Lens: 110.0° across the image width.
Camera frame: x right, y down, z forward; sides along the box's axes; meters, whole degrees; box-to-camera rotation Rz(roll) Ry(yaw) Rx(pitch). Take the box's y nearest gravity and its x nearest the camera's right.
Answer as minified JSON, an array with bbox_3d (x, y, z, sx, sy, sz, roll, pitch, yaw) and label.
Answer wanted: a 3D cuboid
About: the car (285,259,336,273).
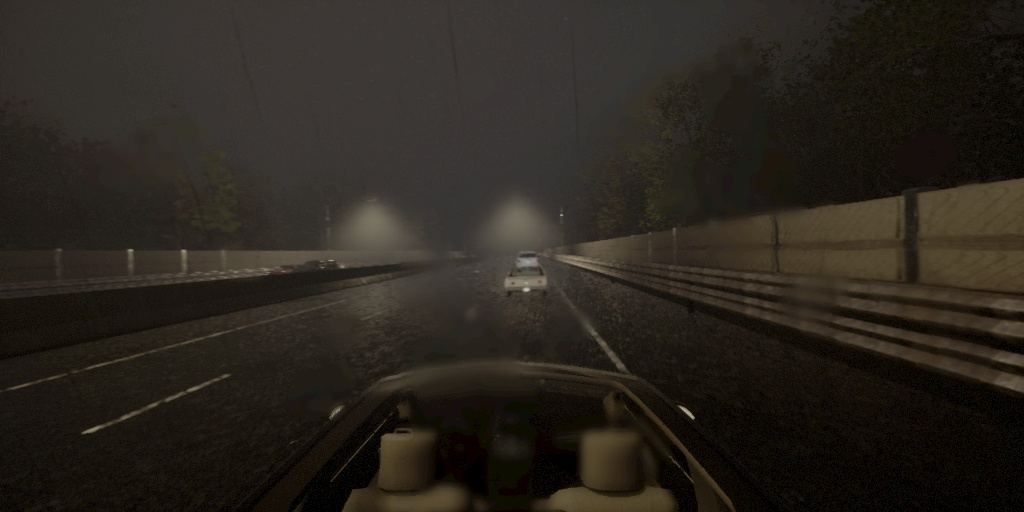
[{"bbox_3d":[-19.560,1.399,35.937,2.150,2.045,5.566,-2,0,3],"label":"car"}]

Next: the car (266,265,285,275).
[{"bbox_3d":[-23.017,1.655,36.940,2.097,1.767,4.553,-2,0,3],"label":"car"}]

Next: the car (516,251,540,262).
[{"bbox_3d":[1.579,0.561,35.317,2.150,2.045,5.566,-2,1,3],"label":"car"}]

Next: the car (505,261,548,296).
[{"bbox_3d":[0.735,1.154,17.790,1.895,1.301,4.718,-2,1,3],"label":"car"}]

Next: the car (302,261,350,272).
[{"bbox_3d":[-16.227,1.567,32.606,2.128,1.511,4.902,-2,1,3],"label":"car"}]
